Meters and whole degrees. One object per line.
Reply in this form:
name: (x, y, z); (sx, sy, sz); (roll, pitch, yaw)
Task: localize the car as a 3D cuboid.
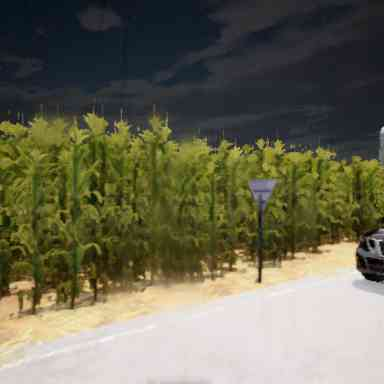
car: (6.569, 1.235, 8.649); (5.566, 2.045, 2.150); (0, 0, -35)
